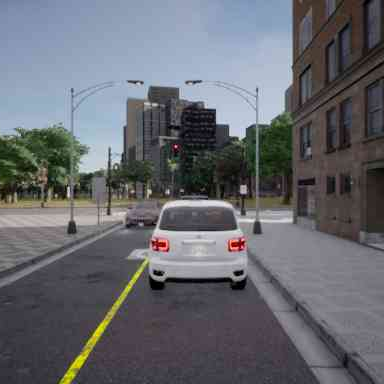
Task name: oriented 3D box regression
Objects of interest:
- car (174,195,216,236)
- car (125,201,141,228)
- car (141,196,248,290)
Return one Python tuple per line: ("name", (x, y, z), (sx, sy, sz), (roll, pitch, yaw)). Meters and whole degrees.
("car", (0.140, 1.221, 19.784), (2.150, 2.045, 5.566), (0, 0, 0))
("car", (-2.982, 1.350, 21.891), (2.097, 1.767, 4.553), (0, 0, 1))
("car", (0.122, 1.221, 9.216), (2.150, 2.045, 5.566), (0, 0, 0))
